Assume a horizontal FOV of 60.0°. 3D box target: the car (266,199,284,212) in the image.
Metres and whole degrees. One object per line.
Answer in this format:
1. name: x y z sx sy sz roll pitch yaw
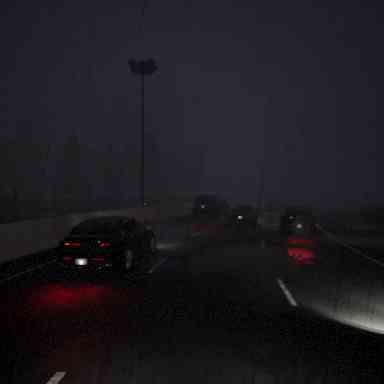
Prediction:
1. car: 10.585 1.633 41.237 2.128 1.511 4.902 0 0 27

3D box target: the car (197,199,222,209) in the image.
1. car: 2.562 1.700 48.835 1.994 1.385 4.181 0 0 29

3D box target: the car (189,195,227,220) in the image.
1. car: 1.735 1.304 29.459 2.150 2.045 5.566 0 0 19

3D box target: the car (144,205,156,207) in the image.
1. car: -5.965 1.610 47.644 1.837 1.490 4.892 0 -1 26

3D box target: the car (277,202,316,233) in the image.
1. car: 6.332 1.579 20.254 1.837 1.490 4.892 0 0 13

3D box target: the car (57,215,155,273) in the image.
1. car: -2.511 1.525 10.834 1.837 1.490 4.892 0 0 7

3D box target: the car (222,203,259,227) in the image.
1. car: 3.696 1.633 23.814 1.994 1.385 4.181 1 0 15
